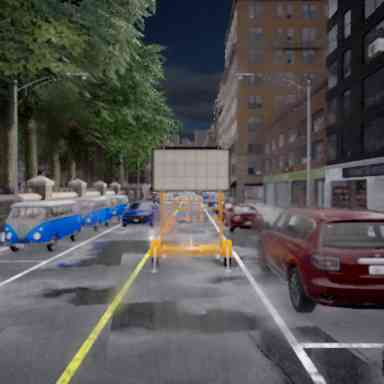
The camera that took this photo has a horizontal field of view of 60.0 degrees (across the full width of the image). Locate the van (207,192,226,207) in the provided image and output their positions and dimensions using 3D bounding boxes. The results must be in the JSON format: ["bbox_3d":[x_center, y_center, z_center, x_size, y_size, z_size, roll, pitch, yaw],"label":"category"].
[{"bbox_3d":[2.783,1.040,35.779,1.690,1.788,3.998,0,1,0],"label":"van"}]

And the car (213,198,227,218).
[{"bbox_3d":[2.807,1.381,24.460,1.802,1.307,4.206,0,0,0],"label":"car"}]

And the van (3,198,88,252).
[{"bbox_3d":[-5.696,1.237,13.098,1.690,1.788,3.998,0,0,0],"label":"van"}]

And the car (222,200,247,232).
[{"bbox_3d":[2.818,1.392,18.800,1.887,1.381,4.507,0,0,0],"label":"car"}]

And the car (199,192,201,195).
[{"bbox_3d":[2.738,1.055,58.421,1.947,1.339,4.313,0,1,0],"label":"car"}]

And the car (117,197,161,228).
[{"bbox_3d":[-3.141,1.305,21.198,1.882,1.535,5.008,0,0,0],"label":"car"}]

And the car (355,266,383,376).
[{"bbox_3d":[2.852,1.566,1.819,1.802,1.307,4.206,0,0,0],"label":"car"}]

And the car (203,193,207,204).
[{"bbox_3d":[2.772,1.193,41.441,1.887,1.381,4.507,0,1,0],"label":"car"}]

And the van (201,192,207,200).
[{"bbox_3d":[2.749,0.884,52.759,1.690,1.788,3.998,0,1,0],"label":"van"}]

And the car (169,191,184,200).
[{"bbox_3d":[-3.128,0.577,63.173,2.150,2.045,5.566,0,1,0],"label":"car"}]

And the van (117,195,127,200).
[{"bbox_3d":[-5.719,1.141,24.413,1.690,1.788,3.998,0,0,0],"label":"van"}]

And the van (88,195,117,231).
[{"bbox_3d":[-5.708,1.189,18.755,1.690,1.788,3.998,0,0,0],"label":"van"}]

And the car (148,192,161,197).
[{"bbox_3d":[-5.776,0.860,52.702,2.192,1.841,5.009,0,1,0],"label":"car"}]

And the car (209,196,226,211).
[{"bbox_3d":[2.795,1.331,30.121,1.802,1.307,4.206,0,1,0],"label":"car"}]

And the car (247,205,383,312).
[{"bbox_3d":[2.839,1.255,7.477,2.192,1.841,5.009,0,0,0],"label":"car"}]

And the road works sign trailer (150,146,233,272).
[{"bbox_3d":[-0.020,0.381,10.419,2.380,3.560,2.880,0,0,0],"label":"road works sign trailer"}]
